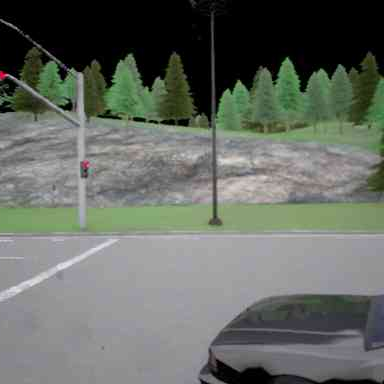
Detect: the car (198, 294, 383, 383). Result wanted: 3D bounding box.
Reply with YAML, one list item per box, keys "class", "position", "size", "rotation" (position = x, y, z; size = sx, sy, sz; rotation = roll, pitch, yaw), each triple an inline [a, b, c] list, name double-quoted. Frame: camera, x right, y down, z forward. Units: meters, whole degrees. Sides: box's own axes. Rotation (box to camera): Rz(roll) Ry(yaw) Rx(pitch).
- class: "car"
  position: [2.728, 1.452, 2.496]
  size: [5.357, 1.411, 2.033]
  rotation: [0, 1, 32]
